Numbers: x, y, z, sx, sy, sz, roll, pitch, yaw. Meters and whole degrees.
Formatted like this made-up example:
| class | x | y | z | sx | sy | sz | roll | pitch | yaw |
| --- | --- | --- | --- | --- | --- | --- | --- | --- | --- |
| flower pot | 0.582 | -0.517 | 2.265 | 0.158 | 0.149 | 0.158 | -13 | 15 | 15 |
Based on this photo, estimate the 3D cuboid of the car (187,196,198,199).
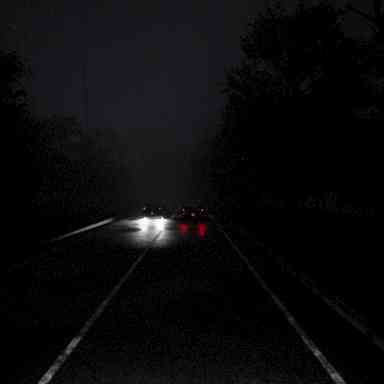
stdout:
| class | x | y | z | sx | sy | sz | roll | pitch | yaw |
| --- | --- | --- | --- | --- | --- | --- | --- | --- | --- |
| car | 0.081 | 1.293 | 43.724 | 2.097 | 1.767 | 4.553 | 0 | 0 | 0 |

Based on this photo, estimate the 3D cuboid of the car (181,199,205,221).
| class | x | y | z | sx | sy | sz | roll | pitch | yaw |
| --- | --- | --- | --- | --- | --- | --- | --- | --- | --- |
| car | 0.089 | 1.511 | 27.291 | 1.812 | 1.442 | 4.674 | 0 | 0 | 0 |

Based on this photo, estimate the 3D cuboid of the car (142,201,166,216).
| class | x | y | z | sx | sy | sz | roll | pitch | yaw |
| --- | --- | --- | --- | --- | --- | --- | --- | --- | --- |
| car | -3.609 | 1.578 | 32.183 | 1.895 | 1.301 | 4.718 | 0 | 0 | 0 |
